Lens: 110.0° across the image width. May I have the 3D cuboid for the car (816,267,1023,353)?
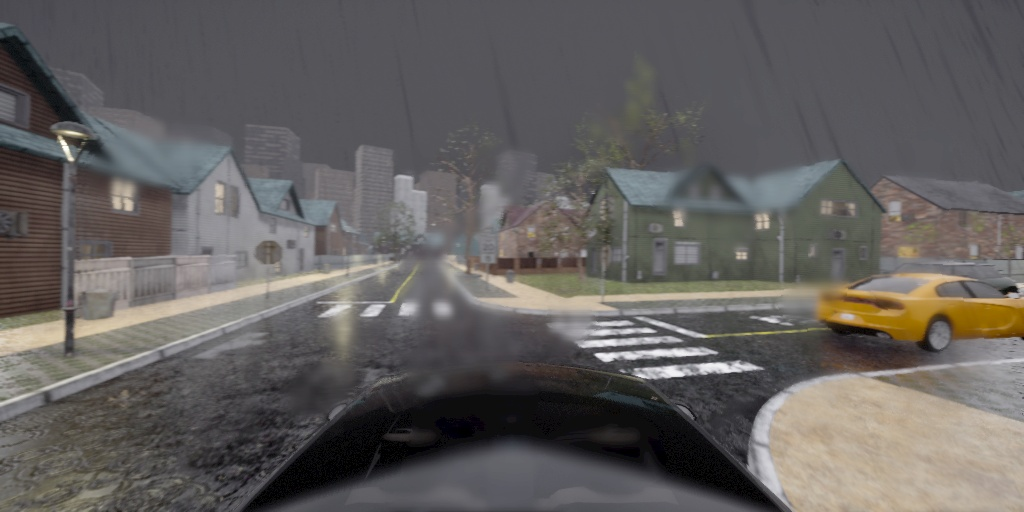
[{"bbox_3d":[9.772,1.163,8.357,5.008,1.535,1.882,0,0,-12],"label":"car"}]

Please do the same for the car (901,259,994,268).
[{"bbox_3d":[14.342,1.002,12.208,4.553,1.767,2.097,0,0,-12],"label":"car"}]
